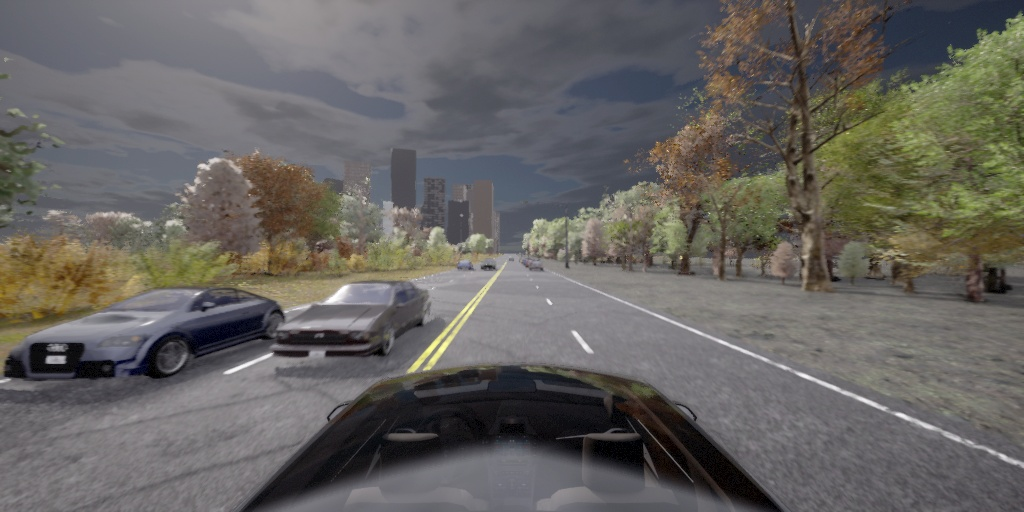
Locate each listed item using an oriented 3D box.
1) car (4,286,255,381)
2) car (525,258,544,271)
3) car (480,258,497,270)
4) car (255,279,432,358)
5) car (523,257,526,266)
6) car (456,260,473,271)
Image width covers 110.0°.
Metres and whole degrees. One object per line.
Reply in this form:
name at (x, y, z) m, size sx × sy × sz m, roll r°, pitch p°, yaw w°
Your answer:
car at (-6.595, 1.317, 7.177) m, size 1.994 × 1.385 × 4.181 m, roll 0°, pitch 0°, yaw 0°
car at (3.260, 1.300, 48.825) m, size 2.033 × 1.411 × 5.357 m, roll 0°, pitch 0°, yaw 0°
car at (-3.292, 1.109, 51.093) m, size 2.097 × 1.767 × 4.553 m, roll 0°, pitch 0°, yaw 1°
car at (-3.348, 1.301, 8.824) m, size 2.033 × 1.411 × 5.357 m, roll 0°, pitch 0°, yaw 0°
car at (3.249, 1.268, 59.843) m, size 1.812 × 1.442 × 4.674 m, roll 0°, pitch 0°, yaw 0°
car at (-6.538, 1.283, 50.297) m, size 1.812 × 1.442 × 4.674 m, roll 0°, pitch 0°, yaw 1°
